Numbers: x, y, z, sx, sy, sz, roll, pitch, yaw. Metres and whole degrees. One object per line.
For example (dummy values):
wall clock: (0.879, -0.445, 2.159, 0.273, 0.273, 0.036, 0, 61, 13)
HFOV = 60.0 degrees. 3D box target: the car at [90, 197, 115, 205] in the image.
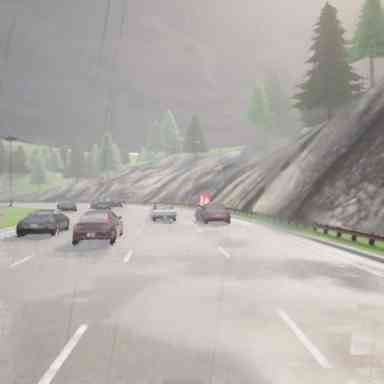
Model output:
car: (-11.526, 1.653, 41.521, 2.128, 1.511, 4.902, 0, 0, -27)

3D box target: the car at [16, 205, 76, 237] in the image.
car: (-8.249, 1.671, 18.824, 1.994, 1.385, 4.181, -1, 0, -7)

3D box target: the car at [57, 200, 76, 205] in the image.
car: (-16.356, 1.781, 43.209, 1.994, 1.385, 4.181, 0, 0, -30)

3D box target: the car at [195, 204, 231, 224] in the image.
car: (1.469, 1.566, 24.885, 1.994, 1.385, 4.181, -1, 0, -10)

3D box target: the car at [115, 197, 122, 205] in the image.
car: (-12.390, 1.530, 50.801, 2.097, 1.767, 4.553, -1, 0, -34)

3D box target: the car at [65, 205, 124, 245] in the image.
car: (-4.366, 1.587, 15.866, 1.812, 1.442, 4.674, -1, 0, -6)

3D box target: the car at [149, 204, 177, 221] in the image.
car: (-2.485, 1.649, 27.408, 1.895, 1.301, 4.718, -1, 0, -12)
